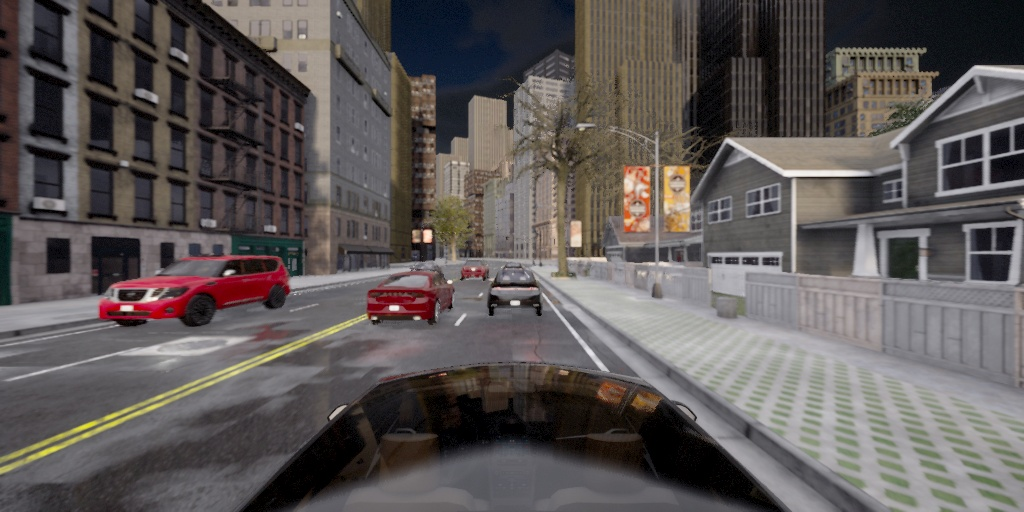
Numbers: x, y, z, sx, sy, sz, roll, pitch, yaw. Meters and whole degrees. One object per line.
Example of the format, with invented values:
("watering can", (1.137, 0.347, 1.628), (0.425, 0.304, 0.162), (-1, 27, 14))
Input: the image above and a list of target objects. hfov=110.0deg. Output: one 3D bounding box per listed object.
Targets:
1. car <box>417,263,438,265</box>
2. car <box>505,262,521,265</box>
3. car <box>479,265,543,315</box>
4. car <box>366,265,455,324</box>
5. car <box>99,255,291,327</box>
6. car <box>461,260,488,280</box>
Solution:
("car", (-6.542, 1.273, 27.383), (2.128, 1.511, 4.902), (0, 0, 1))
("car", (0.112, 1.273, 31.563), (2.128, 1.511, 4.902), (0, 0, 0))
("car", (0.104, 1.260, 13.630), (2.128, 1.511, 4.902), (0, 0, 0))
("car", (-3.145, 1.245, 12.059), (1.882, 1.535, 5.008), (0, 0, 0))
("car", (-9.845, 0.988, 11.932), (2.150, 2.045, 5.566), (0, 0, 0))
("car", (-3.139, 1.133, 31.277), (2.097, 1.767, 4.553), (0, 0, 0))
